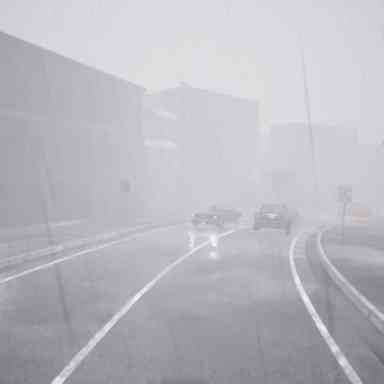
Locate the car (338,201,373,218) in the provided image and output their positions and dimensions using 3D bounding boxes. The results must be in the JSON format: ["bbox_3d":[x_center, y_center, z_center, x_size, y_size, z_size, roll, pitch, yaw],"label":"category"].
[{"bbox_3d":[17.898,1.813,36.248,4.553,1.767,2.097,2,3,-41],"label":"car"}]

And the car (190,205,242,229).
[{"bbox_3d":[1.624,1.503,21.363,1.895,1.301,4.718,3,1,26],"label":"car"}]

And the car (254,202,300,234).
[{"bbox_3d":[5.312,1.417,20.312,2.097,1.767,4.553,3,1,25],"label":"car"}]
